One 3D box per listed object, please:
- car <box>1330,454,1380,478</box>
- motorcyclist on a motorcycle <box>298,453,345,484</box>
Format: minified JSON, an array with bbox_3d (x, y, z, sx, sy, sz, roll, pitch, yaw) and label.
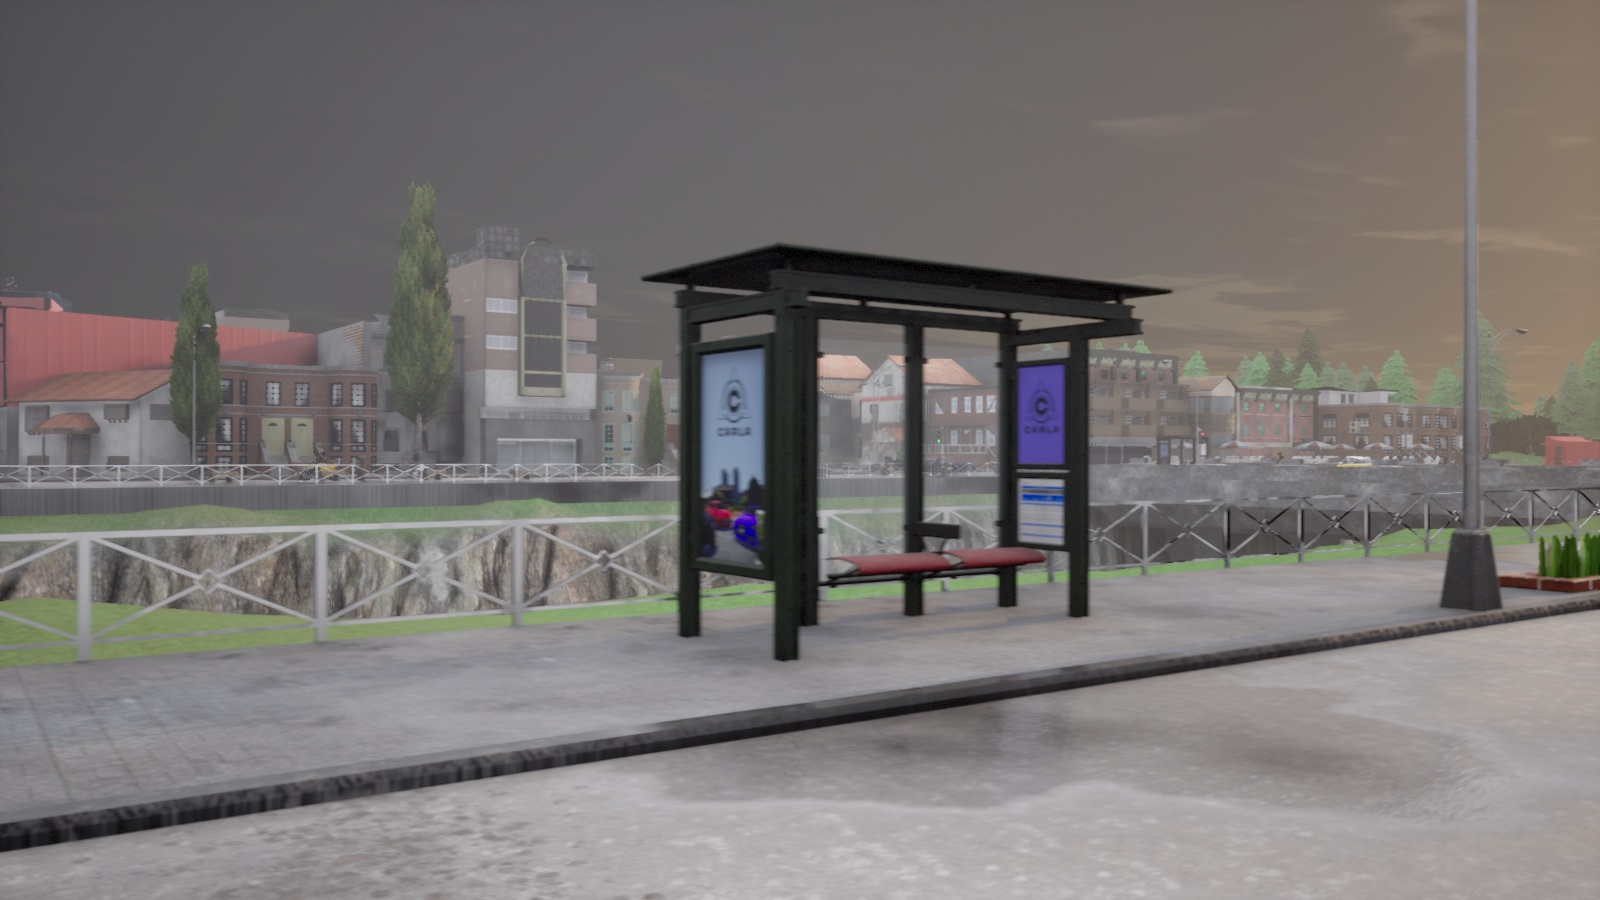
[{"bbox_3d":[32.878,0.912,74.413,1.481,1.376,2.207,0,0,-35],"label":"car"},{"bbox_3d":[-23.929,0.931,62.800,2.044,1.523,0.797,0,0,-35],"label":"motorcyclist on a motorcycle"}]
